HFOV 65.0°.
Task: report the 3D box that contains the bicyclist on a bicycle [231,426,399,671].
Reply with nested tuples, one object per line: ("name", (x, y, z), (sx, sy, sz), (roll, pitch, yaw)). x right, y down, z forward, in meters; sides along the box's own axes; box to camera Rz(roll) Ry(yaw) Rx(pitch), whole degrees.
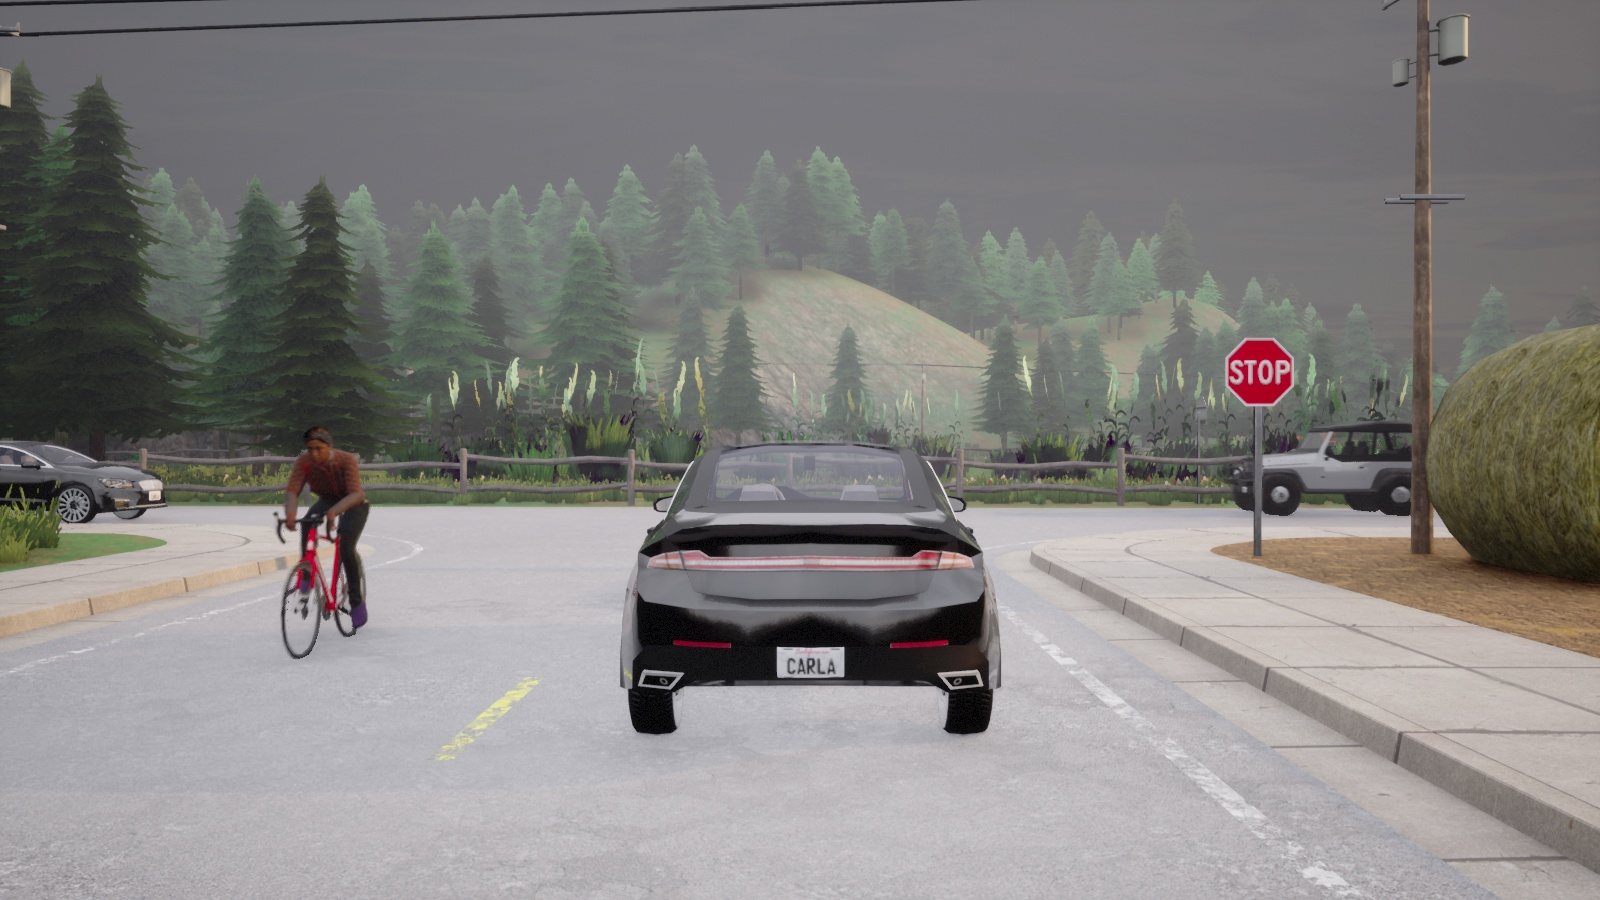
("bicyclist on a bicycle", (-3.467, 0.645, 9.125), (0.582, 1.620, 1.656), (0, 1, 0))

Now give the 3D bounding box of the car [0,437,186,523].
("car", (-14.394, 0.524, 23.385), (4.902, 1.511, 2.128), (0, 0, 3))

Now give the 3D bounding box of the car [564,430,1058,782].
("car", (0.061, 0.658, 7.862), (2.128, 1.511, 4.902), (0, 0, 0))

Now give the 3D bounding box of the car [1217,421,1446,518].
("car", (10.714, 0.372, 25.521), (3.866, 1.878, 1.905), (0, 0, 3))
